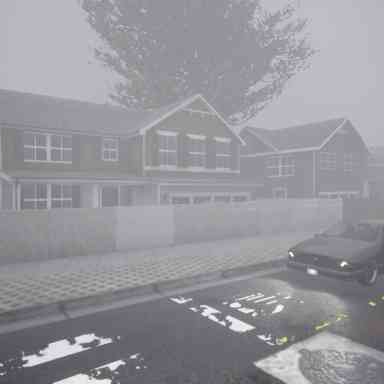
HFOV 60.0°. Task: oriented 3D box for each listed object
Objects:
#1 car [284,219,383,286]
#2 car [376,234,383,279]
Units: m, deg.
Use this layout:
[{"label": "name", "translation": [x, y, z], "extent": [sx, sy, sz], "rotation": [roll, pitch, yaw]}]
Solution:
[{"label": "car", "translation": [4.995, 1.490, 9.450], "extent": [5.357, 1.411, 2.033], "rotation": [0, 1, -36]}, {"label": "car", "translation": [6.100, 1.512, 6.725], "extent": [5.357, 1.411, 2.033], "rotation": [0, 1, -36]}]
